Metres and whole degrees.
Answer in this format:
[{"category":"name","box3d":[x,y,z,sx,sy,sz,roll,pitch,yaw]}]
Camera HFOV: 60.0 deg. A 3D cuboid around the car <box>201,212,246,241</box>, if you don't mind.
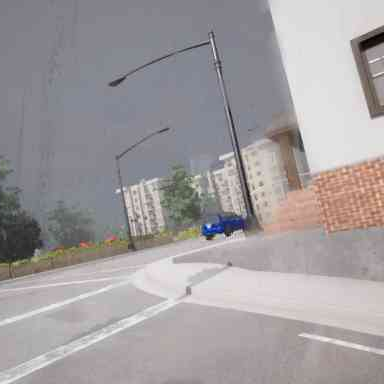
[{"category":"car","box3d":[2.951,2.830,28.729,2.150,2.045,5.566,-16,-8,35]}]
